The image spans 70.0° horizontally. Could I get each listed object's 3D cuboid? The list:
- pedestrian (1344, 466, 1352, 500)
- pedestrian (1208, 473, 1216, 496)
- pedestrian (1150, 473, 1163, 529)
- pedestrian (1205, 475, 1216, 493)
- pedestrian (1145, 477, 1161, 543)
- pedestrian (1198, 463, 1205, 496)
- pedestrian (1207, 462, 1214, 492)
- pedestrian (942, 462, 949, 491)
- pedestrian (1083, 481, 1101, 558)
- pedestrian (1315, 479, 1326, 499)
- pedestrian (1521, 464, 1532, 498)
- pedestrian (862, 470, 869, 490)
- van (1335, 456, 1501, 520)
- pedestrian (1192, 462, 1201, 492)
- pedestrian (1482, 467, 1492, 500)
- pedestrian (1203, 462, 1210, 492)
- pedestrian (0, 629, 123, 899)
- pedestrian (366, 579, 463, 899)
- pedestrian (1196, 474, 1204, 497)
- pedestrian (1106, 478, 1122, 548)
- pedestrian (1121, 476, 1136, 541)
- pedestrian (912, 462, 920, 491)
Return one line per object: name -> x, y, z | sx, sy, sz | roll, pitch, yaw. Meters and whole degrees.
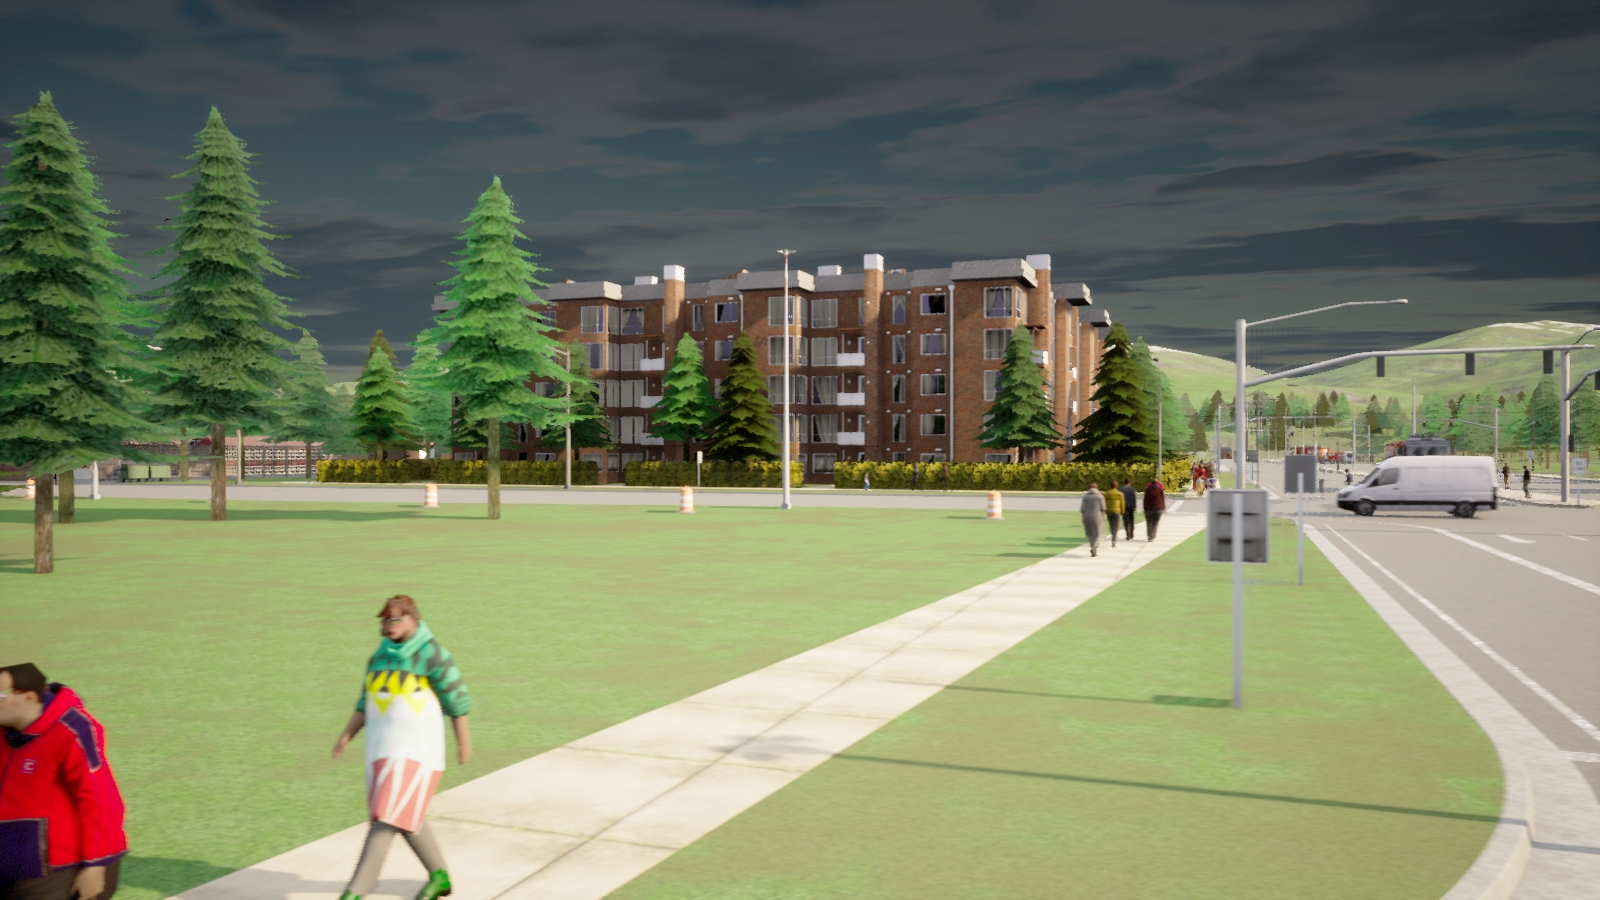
pedestrian -> 30.832, 1.850, 64.306 | 0.375, 1.860, 0.375 | 0, 0, 32
pedestrian -> 23.421, 1.978, 64.931 | 0.375, 1.300, 0.375 | 0, 0, 13
pedestrian -> 11.890, 1.697, 38.100 | 0.375, 1.860, 0.375 | 0, 0, 23
pedestrian -> 25.198, 2.078, 70.169 | 0.500, 1.100, 0.500 | 0, 0, 4
pedestrian -> 10.036, 1.697, 32.508 | 0.375, 1.860, 0.375 | 0, 0, 26
pedestrian -> 22.966, 1.697, 65.347 | 0.375, 1.860, 0.375 | 0, 0, 16
pedestrian -> 25.737, 1.698, 71.614 | 0.375, 1.860, 0.375 | 0, 0, 17
pedestrian -> 9.374, 1.698, 73.428 | 0.375, 1.860, 0.375 | 0, 0, 24
pedestrian -> 7.139, 1.697, 27.937 | 0.375, 1.860, 0.375 | 0, 0, 26
pedestrian -> 29.899, 2.228, 65.637 | 0.500, 1.100, 0.500 | 0, 0, 17
pedestrian -> 39.571, 1.695, 62.198 | 0.375, 1.860, 0.375 | 0, 0, 7
pedestrian -> 4.329, 1.979, 75.177 | 0.375, 1.300, 0.375 | 0, 0, 20
van -> 25.819, 1.534, 48.022 | 5.915, 2.561, 1.988 | 0, 0, 20
pedestrian -> 24.904, 1.697, 71.709 | 0.375, 1.860, 0.375 | 0, 0, -31
pedestrian -> 37.985, 1.848, 63.176 | 0.375, 1.860, 0.375 | 0, 0, 15
pedestrian -> 25.233, 1.695, 70.935 | 0.375, 1.860, 0.375 | 0, 0, 31
pedestrian -> -3.060, 1.697, 4.652 | 0.375, 1.860, 0.375 | 0, 0, 25
pedestrian -> -2.209, 1.698, 6.558 | 0.375, 1.860, 0.375 | 0, 0, 25
pedestrian -> 22.376, 1.977, 63.903 | 0.375, 1.300, 0.375 | 0, 0, 23
pedestrian -> 8.505, 1.697, 30.969 | 0.375, 1.860, 0.375 | 0, 0, 24
pedestrian -> 9.539, 1.697, 33.185 | 0.375, 1.860, 0.375 | 0, 0, 25
pedestrian -> 7.525, 1.699, 74.107 | 0.375, 1.860, 0.375 | 0, 0, 22
